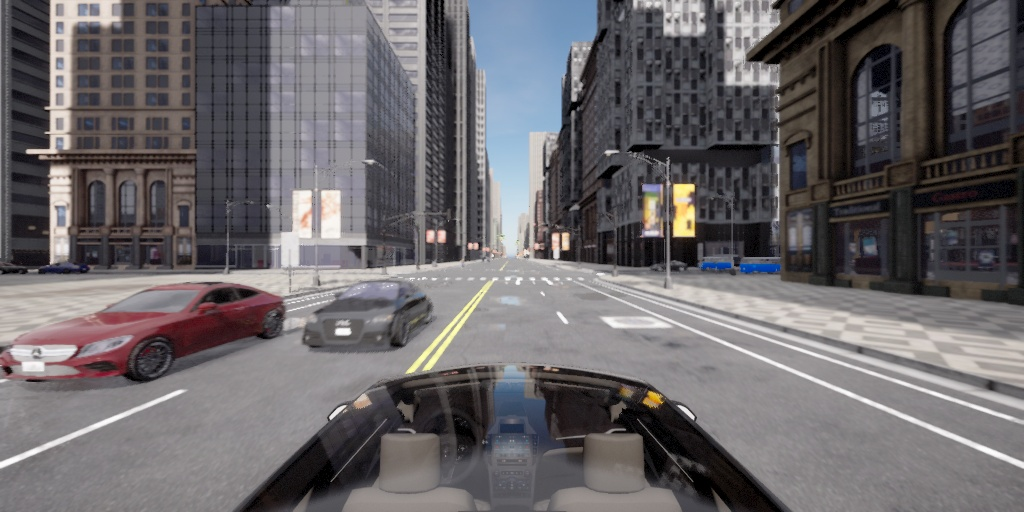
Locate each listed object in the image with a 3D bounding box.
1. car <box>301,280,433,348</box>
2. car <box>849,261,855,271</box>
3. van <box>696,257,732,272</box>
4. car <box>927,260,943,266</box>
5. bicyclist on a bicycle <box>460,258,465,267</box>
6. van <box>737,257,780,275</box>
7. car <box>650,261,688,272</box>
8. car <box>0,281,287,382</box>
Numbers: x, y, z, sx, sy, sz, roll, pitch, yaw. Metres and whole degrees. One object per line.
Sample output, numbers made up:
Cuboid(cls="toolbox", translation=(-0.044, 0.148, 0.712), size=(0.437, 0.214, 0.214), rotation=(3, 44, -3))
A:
Cuboid(cls="car", translation=(-3.349, 1.312, 9.099), size=(1.994, 1.385, 4.181), rotation=(0, 0, 0))
Cuboid(cls="car", translation=(35.938, 1.238, 35.235), size=(4.207, 1.307, 1.802), rotation=(0, 0, 0))
Cuboid(cls="van", translation=(24.734, 1.025, 43.805), size=(3.998, 1.789, 1.690), rotation=(0, 0, 0))
Cuboid(cls="car", translation=(41.558, 1.086, 35.213), size=(4.097, 1.591, 1.967), rotation=(0, 0, 0))
Cuboid(cls="bicyclist on a bicycle", translation=(-8.738, 1.177, 63.456), size=(0.866, 1.612, 1.509), rotation=(0, 0, 0))
Cuboid(cls="van", translation=(24.701, 1.019, 35.280), size=(3.998, 1.789, 1.690), rotation=(0, 0, 0))
Cuboid(cls="car", translation=(19.115, 1.246, 43.827), size=(4.403, 1.370, 2.007), rotation=(0, 0, 0))
Cuboid(cls="car", translation=(-6.599, 1.273, 7.273), size=(1.812, 1.442, 4.674), rotation=(0, 0, 0))
